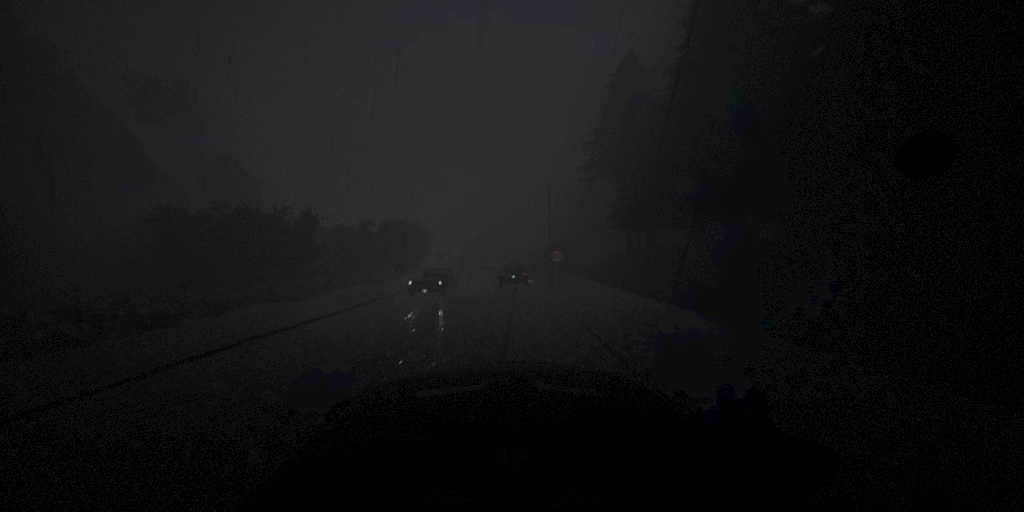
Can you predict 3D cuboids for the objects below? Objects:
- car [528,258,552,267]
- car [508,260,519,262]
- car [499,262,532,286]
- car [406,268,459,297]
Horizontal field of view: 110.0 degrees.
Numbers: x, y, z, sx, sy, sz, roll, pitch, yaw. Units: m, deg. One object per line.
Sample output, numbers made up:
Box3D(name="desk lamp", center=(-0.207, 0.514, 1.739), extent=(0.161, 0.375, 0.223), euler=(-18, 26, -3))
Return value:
Box3D(name="car", center=(4.670, 1.068, 60.843), extent=(4.181, 1.385, 1.994), euler=(0, 0, -14))
Box3D(name="car", center=(0.179, 1.223, 46.879), extent=(1.837, 1.490, 4.892), euler=(0, 0, 2))
Box3D(name="car", center=(0.100, 1.298, 24.922), extent=(1.994, 1.385, 4.181), euler=(0, 0, 0))
Box3D(name="car", center=(-4.099, 1.339, 19.083), extent=(1.895, 1.301, 4.718), euler=(0, 0, 0))
